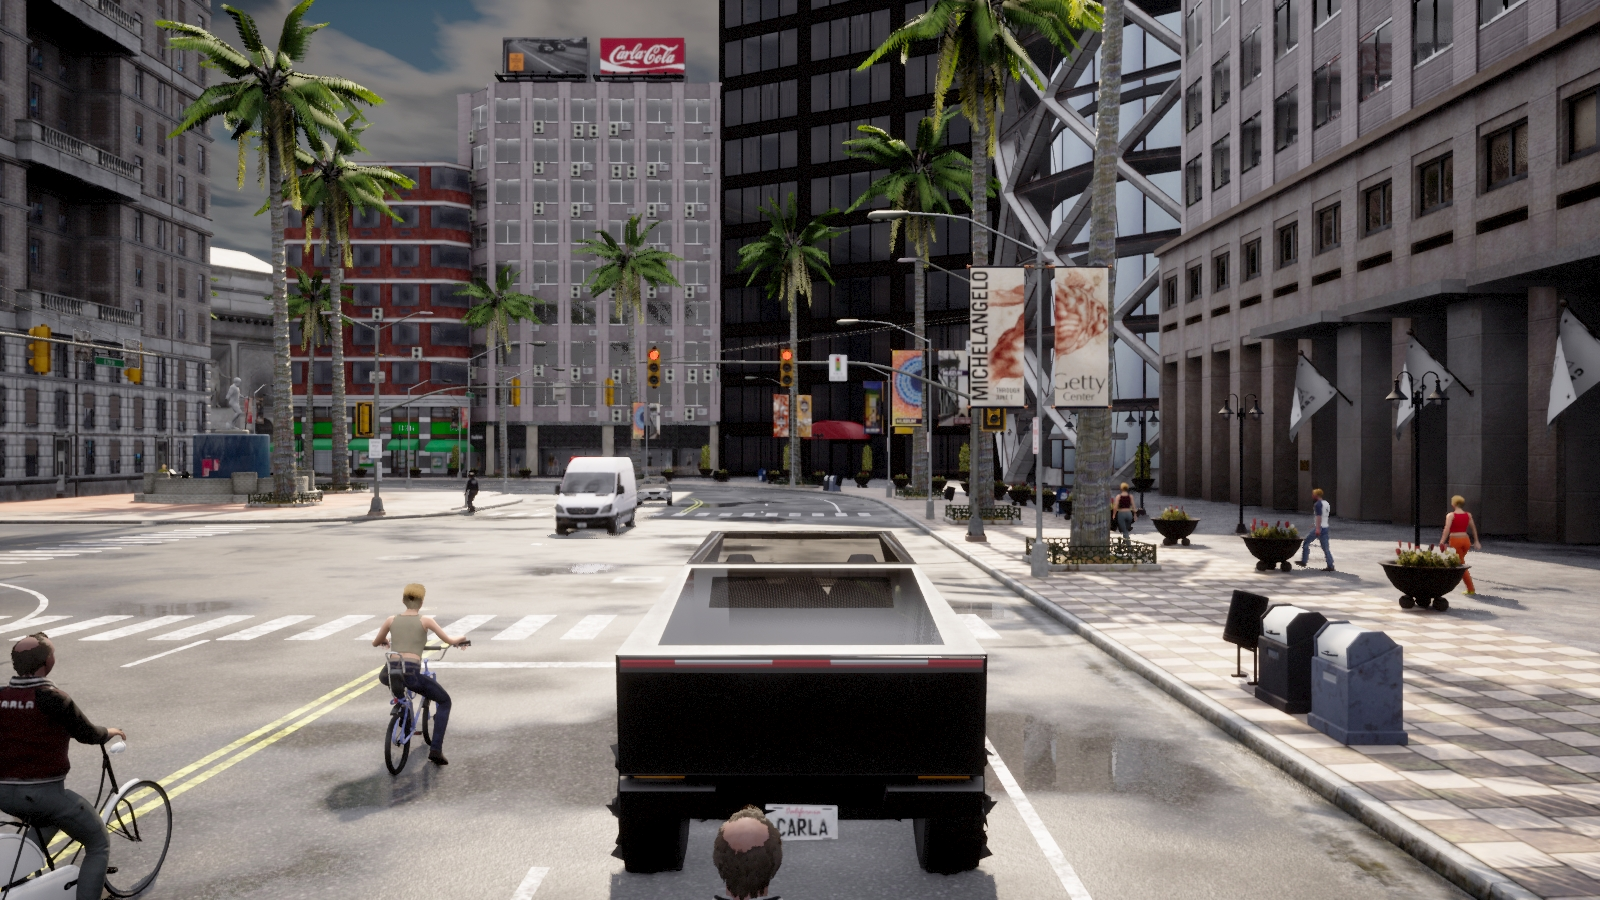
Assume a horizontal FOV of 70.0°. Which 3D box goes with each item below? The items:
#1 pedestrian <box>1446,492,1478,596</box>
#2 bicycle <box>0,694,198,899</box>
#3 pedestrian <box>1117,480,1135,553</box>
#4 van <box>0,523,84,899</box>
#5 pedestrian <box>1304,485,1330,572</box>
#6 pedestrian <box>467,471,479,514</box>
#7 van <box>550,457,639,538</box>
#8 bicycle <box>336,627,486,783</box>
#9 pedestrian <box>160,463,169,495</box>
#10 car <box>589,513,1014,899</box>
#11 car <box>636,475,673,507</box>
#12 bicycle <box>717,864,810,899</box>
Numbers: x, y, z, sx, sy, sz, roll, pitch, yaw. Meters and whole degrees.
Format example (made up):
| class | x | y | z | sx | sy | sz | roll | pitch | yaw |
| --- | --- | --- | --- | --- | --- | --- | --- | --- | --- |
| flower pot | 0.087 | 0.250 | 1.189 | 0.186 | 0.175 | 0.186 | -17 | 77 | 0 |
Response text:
| class | x | y | z | sx | sy | sz | roll | pitch | yaw |
| --- | --- | --- | --- | --- | --- | --- | --- | --- | --- |
| pedestrian | 12.063 | 1.704 | 20.820 | 0.375 | 1.860 | 0.375 | 0 | 0 | -2 |
| bicycle | -4.243 | 2.210 | 6.662 | 0.329 | 1.171 | 1.835 | 0 | 0 | 6 |
| pedestrian | 8.398 | 1.698 | 29.436 | 0.375 | 1.860 | 0.375 | 0 | 0 | 1 |
| van | -3.501 | 1.534 | 1.043 | 1.988 | 2.561 | 5.915 | 0 | 0 | 0 |
| pedestrian | 11.264 | 1.700 | 24.893 | 0.375 | 1.860 | 0.375 | 0 | 0 | -38 |
| pedestrian | -14.372 | 1.848 | 50.181 | 0.375 | 1.860 | 0.375 | 0 | 0 | 36 |
| van | -6.980 | 1.535 | 39.445 | 1.988 | 2.561 | 5.915 | 0 | 0 | 0 |
| bicycle | -3.473 | 2.256 | 10.347 | 0.859 | 1.080 | 1.487 | 0 | 0 | 0 |
| pedestrian | -37.412 | 1.696 | 67.233 | 0.375 | 1.860 | 0.375 | 0 | 0 | -17 |
| car | 0.011 | 1.753 | 9.550 | 2.390 | 2.098 | 6.274 | 0 | 0 | 0 |
| car | -7.460 | 2.066 | 58.811 | 1.816 | 1.474 | 4.193 | 0 | 0 | -7 |
| bicycle | -0.147 | 2.210 | 3.549 | 0.329 | 1.171 | 1.835 | 0 | 0 | 1 |
